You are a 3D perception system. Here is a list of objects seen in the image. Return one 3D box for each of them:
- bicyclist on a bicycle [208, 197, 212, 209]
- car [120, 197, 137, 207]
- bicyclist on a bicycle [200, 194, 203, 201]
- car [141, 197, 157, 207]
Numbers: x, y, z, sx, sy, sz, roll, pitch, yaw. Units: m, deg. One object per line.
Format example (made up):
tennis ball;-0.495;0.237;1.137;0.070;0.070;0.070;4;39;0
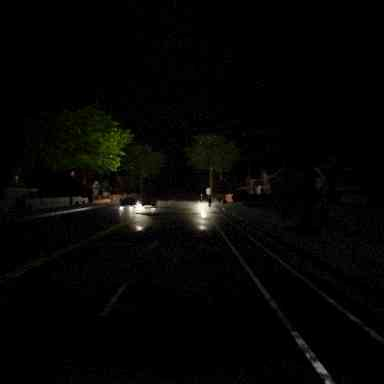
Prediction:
bicyclist on a bicycle;2.256;1.436;41.536;0.582;1.620;1.656;0;0;0
car;-9.758;1.505;51.302;1.812;1.442;4.674;0;0;0
bicyclist on a bicycle;2.261;1.330;78.124;0.659;1.776;1.843;0;1;0
car;-6.517;1.457;50.504;1.882;1.535;5.008;0;0;0
